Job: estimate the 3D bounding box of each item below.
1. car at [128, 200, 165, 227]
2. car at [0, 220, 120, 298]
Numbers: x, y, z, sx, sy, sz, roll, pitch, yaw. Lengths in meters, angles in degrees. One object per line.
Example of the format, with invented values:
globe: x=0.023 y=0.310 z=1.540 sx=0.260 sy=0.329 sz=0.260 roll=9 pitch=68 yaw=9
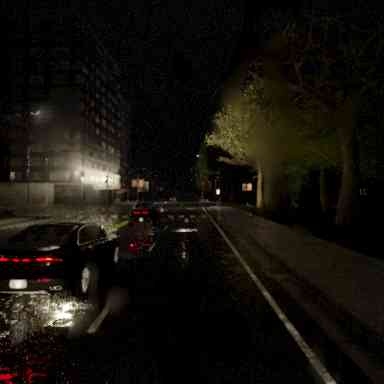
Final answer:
car: x=-3.140 y=1.500 z=22.976 sx=1.837 sy=1.490 sz=4.892 roll=0 pitch=-1 yaw=0
car: x=-3.148 y=1.491 z=8.475 sx=1.837 sy=1.490 sz=4.892 roll=0 pitch=-2 yaw=0
